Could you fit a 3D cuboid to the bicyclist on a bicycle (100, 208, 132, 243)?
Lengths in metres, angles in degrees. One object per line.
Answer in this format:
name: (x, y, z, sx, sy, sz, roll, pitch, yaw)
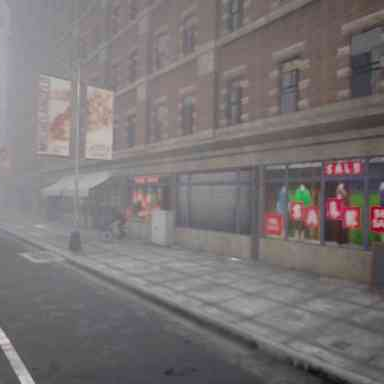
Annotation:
bicyclist on a bicycle: (-3.560, 1.561, 15.675, 1.656, 1.620, 0.582, 2, -1, -39)
